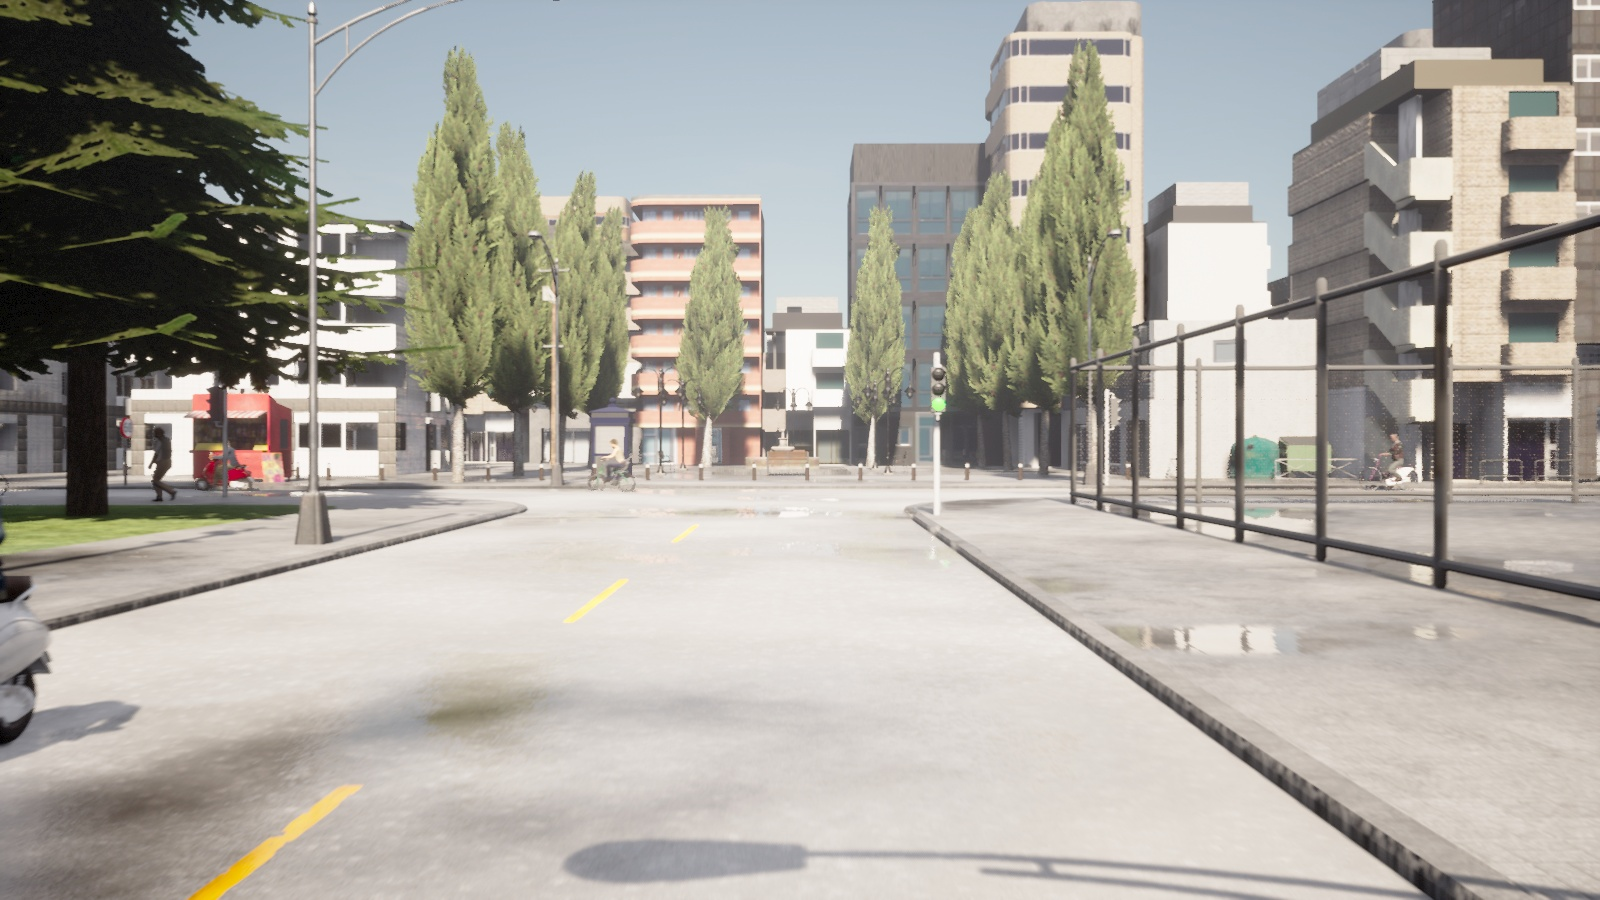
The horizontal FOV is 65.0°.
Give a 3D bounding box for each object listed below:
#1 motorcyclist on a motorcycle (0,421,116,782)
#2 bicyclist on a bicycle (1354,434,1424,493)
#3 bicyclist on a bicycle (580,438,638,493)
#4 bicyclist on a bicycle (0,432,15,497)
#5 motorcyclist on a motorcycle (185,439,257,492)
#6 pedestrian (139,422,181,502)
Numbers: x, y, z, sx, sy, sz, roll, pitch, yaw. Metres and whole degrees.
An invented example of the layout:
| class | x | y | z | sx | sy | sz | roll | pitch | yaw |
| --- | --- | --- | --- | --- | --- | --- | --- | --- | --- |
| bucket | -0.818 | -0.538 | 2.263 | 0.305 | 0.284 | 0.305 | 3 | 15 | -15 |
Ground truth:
| class | x | y | z | sx | sy | sz | roll | pitch | yaw |
| --- | --- | --- | --- | --- | --- | --- | --- | --- | --- |
| motorcyclist on a motorcycle | -3.957 | 0.665 | 5.548 | 0.866 | 1.590 | 1.817 | 0 | 0 | 0 |
| bicyclist on a bicycle | 18.019 | 0.415 | 38.438 | 1.843 | 1.776 | 0.659 | 0 | 0 | 0 |
| bicyclist on a bicycle | -5.773 | 0.464 | 38.025 | 1.509 | 1.612 | 0.866 | 0 | 2 | 13 |
| bicyclist on a bicycle | -22.773 | 0.404 | 34.620 | 1.843 | 1.776 | 0.659 | 0 | 0 | 1 |
| motorcyclist on a motorcycle | -17.775 | 0.468 | 38.576 | 1.817 | 1.590 | 0.866 | 0 | 0 | 0 |
| pedestrian | -14.875 | 0.280 | 29.198 | 0.694 | 1.848 | 0.540 | 0 | 0 | -1 |
